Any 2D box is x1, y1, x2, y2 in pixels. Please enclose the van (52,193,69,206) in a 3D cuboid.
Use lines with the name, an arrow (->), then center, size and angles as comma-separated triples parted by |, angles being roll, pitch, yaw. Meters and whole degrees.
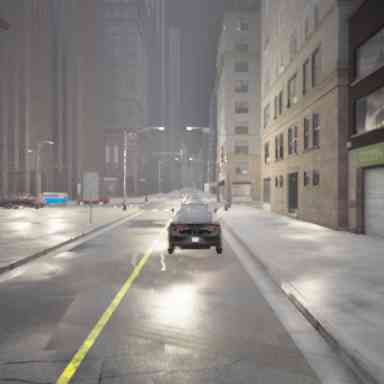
van -> -19.621, 1.026, 47.293 | 3.998, 1.788, 1.690 | -1, 1, 0

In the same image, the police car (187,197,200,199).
police car -> 0.102, 1.190, 26.716 | 2.038, 1.542, 4.974 | 0, 1, 0

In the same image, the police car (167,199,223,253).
police car -> 0.099, 1.270, 13.038 | 1.930, 1.638, 5.238 | 0, 0, 0

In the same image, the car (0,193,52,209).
car -> -19.641, 1.060, 38.767 | 5.009, 1.841, 2.192 | -1, 1, 0

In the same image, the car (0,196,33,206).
car -> -25.242, 1.334, 47.317 | 4.206, 1.307, 1.802 | -1, 1, 0

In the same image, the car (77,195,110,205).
car -> -13.995, 1.162, 47.277 | 4.507, 1.381, 1.887 | -1, 1, 0

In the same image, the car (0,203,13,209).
car -> -3.099, 1.209, 0.916 | 2.150, 2.045, 5.566 | 0, 1, 0
